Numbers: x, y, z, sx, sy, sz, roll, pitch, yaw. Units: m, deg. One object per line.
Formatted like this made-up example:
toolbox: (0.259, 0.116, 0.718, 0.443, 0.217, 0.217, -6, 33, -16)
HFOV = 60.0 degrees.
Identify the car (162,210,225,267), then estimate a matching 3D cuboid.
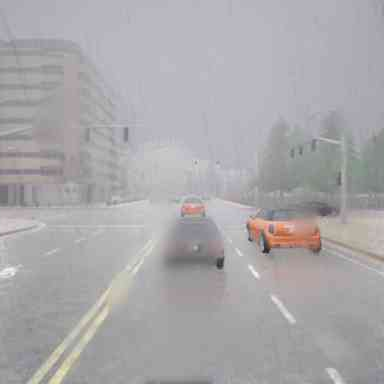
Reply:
car: (0.064, 1.552, 11.312, 2.033, 1.411, 5.357, 0, 0, 0)

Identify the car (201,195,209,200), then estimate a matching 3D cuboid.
car: (3.506, 1.444, 91.648, 1.994, 1.385, 4.181, 0, 0, 0)

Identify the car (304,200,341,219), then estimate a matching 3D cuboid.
car: (10.336, 1.459, 28.141, 4.892, 1.490, 1.837, 0, -3, -14)

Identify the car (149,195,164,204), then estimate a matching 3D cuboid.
car: (-7.016, 1.549, 64.047, 1.812, 1.442, 4.674, 0, 0, 1)

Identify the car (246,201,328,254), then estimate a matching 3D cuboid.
car: (3.575, 1.358, 13.741, 2.097, 1.767, 4.553, 0, 0, 0)

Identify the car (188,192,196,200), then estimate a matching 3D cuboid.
car: (0.006, 1.117, 91.679, 2.150, 2.045, 5.566, 0, 0, 0)

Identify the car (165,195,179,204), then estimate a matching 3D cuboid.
car: (-3.521, 1.376, 64.158, 2.097, 1.767, 4.553, 0, 0, 1)

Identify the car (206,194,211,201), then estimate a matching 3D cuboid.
car: (3.506, 1.382, 83.223, 2.097, 1.767, 4.553, 0, 0, 0)

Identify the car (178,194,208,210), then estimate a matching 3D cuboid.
car: (0.088, 1.330, 31.065, 2.097, 1.767, 4.553, 0, 0, 0)

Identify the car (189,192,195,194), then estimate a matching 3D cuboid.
car: (0.006, 1.505, 81.715, 1.882, 1.535, 5.008, 0, 0, 0)

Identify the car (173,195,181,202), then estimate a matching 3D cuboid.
car: (-3.494, 1.553, 79.620, 1.812, 1.442, 4.674, 0, 0, 0)
